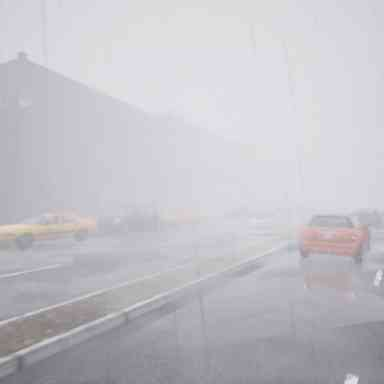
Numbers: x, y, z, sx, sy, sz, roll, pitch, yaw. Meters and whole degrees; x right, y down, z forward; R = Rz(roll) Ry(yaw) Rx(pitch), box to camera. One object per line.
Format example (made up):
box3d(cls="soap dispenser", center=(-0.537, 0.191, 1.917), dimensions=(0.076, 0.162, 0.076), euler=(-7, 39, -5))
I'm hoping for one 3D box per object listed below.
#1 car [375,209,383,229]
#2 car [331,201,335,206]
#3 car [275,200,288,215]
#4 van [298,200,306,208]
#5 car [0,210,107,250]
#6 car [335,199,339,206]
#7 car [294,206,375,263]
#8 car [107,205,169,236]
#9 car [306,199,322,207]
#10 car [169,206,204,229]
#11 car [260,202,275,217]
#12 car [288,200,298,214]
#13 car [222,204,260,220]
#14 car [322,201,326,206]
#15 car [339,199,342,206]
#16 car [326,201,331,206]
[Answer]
box3d(cls="car", center=(13.826, 2.020, 26.137), dimensions=(1.837, 1.490, 4.892), euler=(0, -1, 32))
box3d(cls="car", center=(30.981, 2.792, 76.951), dimensions=(2.185, 1.767, 4.553), euler=(0, -1, 32))
box3d(cls="car", center=(10.626, 2.125, 44.072), dimensions=(2.185, 1.767, 4.553), euler=(0, -1, 32))
box3d(cls="van", center=(16.365, 2.213, 53.342), dimensions=(1.878, 1.987, 4.442), euler=(0, -1, 32))
box3d(cls="car", center=(-6.870, 1.675, 15.808), dimensions=(1.946, 1.575, 5.366), euler=(0, -1, 32))
box3d(cls="car", center=(33.890, 2.887, 81.648), dimensions=(2.185, 1.767, 4.553), euler=(0, -1, 32))
box3d(cls="car", center=(5.887, 1.610, 13.386), dimensions=(2.097, 1.767, 4.553), euler=(0, -1, 32))
box3d(cls="car", center=(-3.849, 1.652, 20.693), dimensions=(2.185, 1.767, 4.553), euler=(0, -1, 32))
box3d(cls="car", center=(22.293, 2.382, 62.918), dimensions=(2.435, 2.045, 5.566), euler=(0, -1, 32))
box3d(cls="car", center=(-1.053, 1.866, 25.203), dimensions=(1.946, 1.575, 5.366), euler=(0, -1, 32))
box3d(cls="car", center=(7.768, 2.198, 39.454), dimensions=(2.002, 1.452, 4.674), euler=(0, -1, 32))
box3d(cls="car", center=(13.534, 2.221, 48.769), dimensions=(2.185, 1.767, 4.553), euler=(0, -1, 32))
box3d(cls="car", center=(4.863, 2.063, 34.761), dimensions=(2.231, 1.521, 4.892), euler=(0, -1, 32))
box3d(cls="car", center=(25.151, 2.726, 67.533), dimensions=(2.097, 1.535, 5.008), euler=(0, -1, 32))
box3d(cls="car", center=(36.847, 3.149, 86.425), dimensions=(2.002, 1.452, 4.674), euler=(0, -1, 32))
box3d(cls="car", center=(28.059, 2.823, 72.231), dimensions=(2.231, 1.521, 4.892), euler=(0, -1, 32))
